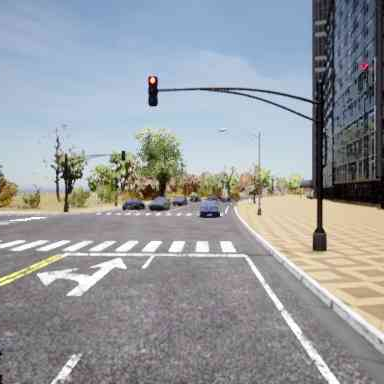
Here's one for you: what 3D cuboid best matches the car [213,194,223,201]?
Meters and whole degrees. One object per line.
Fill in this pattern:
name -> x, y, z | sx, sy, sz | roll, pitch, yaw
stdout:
car -> 6.319, 1.338, 80.539 | 1.812, 1.442, 4.674 | 0, 0, 14

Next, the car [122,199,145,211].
car -> -7.210, 1.533, 41.210 | 1.994, 1.385, 4.181 | 0, 0, 7

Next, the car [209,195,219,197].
car -> 4.199, 1.512, 70.833 | 1.994, 1.385, 4.181 | 0, 0, 12

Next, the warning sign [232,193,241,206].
warning sign -> 6.466, 1.090, 48.262 | 1.300, 1.860, 1.060 | 0, 0, 8

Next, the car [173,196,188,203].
car -> -2.410, 1.499, 70.976 | 2.033, 1.411, 5.357 | 0, 0, 11

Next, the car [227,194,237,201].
car -> 9.583, 1.335, 80.219 | 1.837, 1.490, 4.892 | 0, 0, 14

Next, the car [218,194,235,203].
car -> 7.393, 1.488, 70.234 | 2.128, 1.511, 4.902 | 0, 0, 12

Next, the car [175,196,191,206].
car -> -1.979, 1.513, 55.358 | 2.033, 1.411, 5.357 | 0, 0, 9

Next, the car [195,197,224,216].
car -> 1.768, 1.527, 31.982 | 2.033, 1.411, 5.357 | 0, 0, 5

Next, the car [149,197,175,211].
car -> -3.923, 1.520, 41.485 | 2.033, 1.411, 5.357 | 0, 0, 7

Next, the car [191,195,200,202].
car -> 0.717, 1.463, 70.048 | 1.837, 1.490, 4.892 | 0, 0, 11

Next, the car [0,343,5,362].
car -> -3.114, 1.546, 1.372 | 2.033, 1.411, 5.357 | 0, 0, 1

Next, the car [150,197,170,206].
car -> -5.226, 1.512, 55.624 | 2.033, 1.411, 5.357 | 0, 0, 9
